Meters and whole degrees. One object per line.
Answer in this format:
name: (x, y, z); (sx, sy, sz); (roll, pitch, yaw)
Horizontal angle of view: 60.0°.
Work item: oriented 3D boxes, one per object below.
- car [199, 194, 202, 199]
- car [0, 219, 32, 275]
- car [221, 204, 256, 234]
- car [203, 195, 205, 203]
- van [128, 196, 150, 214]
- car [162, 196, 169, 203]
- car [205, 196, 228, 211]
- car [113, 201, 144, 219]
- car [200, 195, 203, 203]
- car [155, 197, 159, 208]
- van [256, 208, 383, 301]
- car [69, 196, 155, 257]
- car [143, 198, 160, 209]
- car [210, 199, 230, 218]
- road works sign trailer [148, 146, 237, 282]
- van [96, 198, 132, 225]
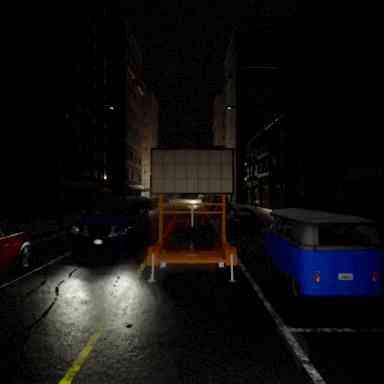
car: (2.928, 1.575, 68.559); (1.947, 1.339, 4.313); (0, 0, 0)
car: (-5.661, 1.439, 8.054); (1.967, 1.590, 4.097); (0, 0, 0)
car: (2.876, 1.580, 19.048); (1.802, 1.307, 4.206); (0, 0, 0)
car: (2.905, 1.441, 46.554); (1.967, 1.590, 4.097); (0, 0, 0)
van: (-5.632, 1.340, 35.560); (1.690, 1.788, 3.998); (0, 0, 0)
car: (-5.609, 1.570, 57.566); (1.947, 1.339, 4.313); (0, 0, 0)
car: (2.893, 1.314, 35.551); (2.192, 1.841, 5.009); (0, 0, 0)
car: (-5.638, 1.549, 30.059); (2.008, 1.369, 4.403); (0, 0, 0)
car: (2.916, 1.555, 57.557); (2.008, 1.369, 4.403); (0, 0, 0)
car: (-5.626, 1.566, 41.062); (1.947, 1.339, 4.313); (0, 0, 0)
van: (2.865, 1.340, 8.045); (1.690, 1.788, 3.998); (0, 0, 0)
car: (-2.991, 1.219, 13.334); (2.150, 2.045, 5.566); (0, 0, 0)
car: (-5.620, 1.583, 46.563); (1.802, 1.307, 4.206); (0, 0, 0)
car: (2.888, 1.580, 30.050); (1.802, 1.307, 4.206); (0, 0, 0)
road works sign trailer: (0.011, 0.464, 9.726); (2.380, 3.560, 2.880); (0, 0, 0)
van: (-5.644, 1.339, 24.559); (1.690, 1.788, 3.998); (0, 0, 0)
